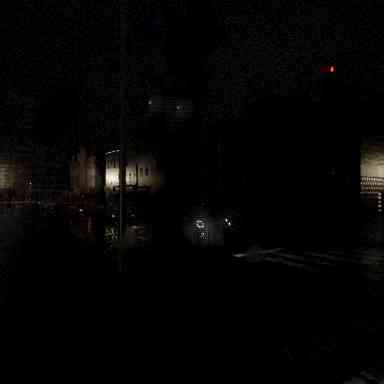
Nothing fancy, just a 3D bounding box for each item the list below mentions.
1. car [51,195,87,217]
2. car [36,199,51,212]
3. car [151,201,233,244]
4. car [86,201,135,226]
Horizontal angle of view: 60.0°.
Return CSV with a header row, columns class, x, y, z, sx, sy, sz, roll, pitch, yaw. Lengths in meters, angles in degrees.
class,x,y,z,sx,sy,sz,roll,pitch,yaw
car,-11.546,1.278,32.058,2.150,2.045,5.566,1,0,-35
car,-17.513,1.605,40.513,1.812,1.442,4.674,1,0,-35
car,-0.120,1.368,16.033,2.097,1.767,4.553,1,0,-36
car,-5.806,1.562,23.984,1.812,1.442,4.674,1,0,-35
